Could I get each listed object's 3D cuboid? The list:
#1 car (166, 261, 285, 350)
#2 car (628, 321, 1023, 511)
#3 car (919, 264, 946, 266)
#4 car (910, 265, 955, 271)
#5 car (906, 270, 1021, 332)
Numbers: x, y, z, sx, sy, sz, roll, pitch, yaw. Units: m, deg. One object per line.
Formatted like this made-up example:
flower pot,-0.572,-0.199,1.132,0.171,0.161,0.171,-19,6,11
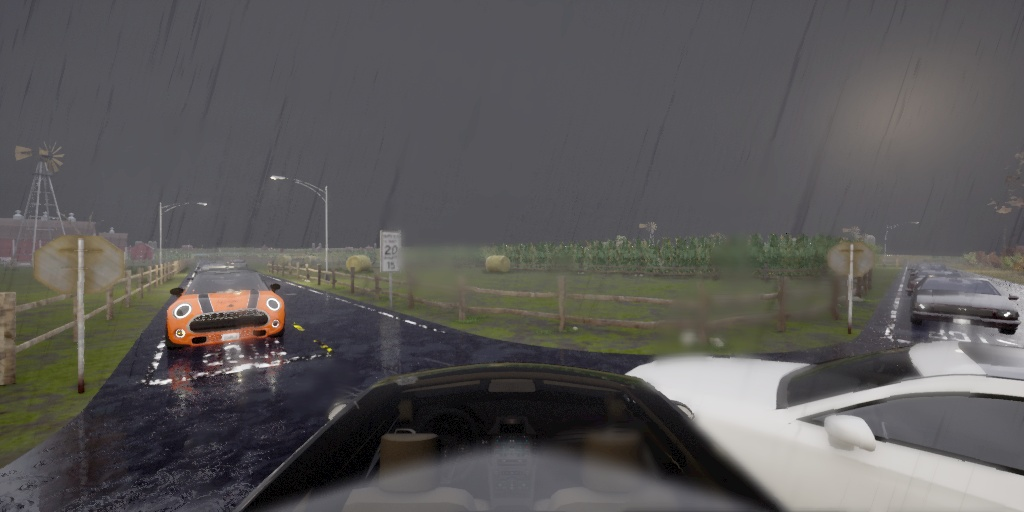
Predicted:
car,-7.429,1.135,9.416,2.097,1.767,4.553,0,0,-39
car,2.868,1.293,2.162,1.812,1.442,4.674,0,1,-43
car,28.790,1.300,24.617,4.902,1.511,2.128,0,1,-42
car,21.121,1.358,17.742,4.181,1.385,1.994,0,1,-42
car,13.686,1.331,11.065,5.357,1.411,2.033,0,1,-42
